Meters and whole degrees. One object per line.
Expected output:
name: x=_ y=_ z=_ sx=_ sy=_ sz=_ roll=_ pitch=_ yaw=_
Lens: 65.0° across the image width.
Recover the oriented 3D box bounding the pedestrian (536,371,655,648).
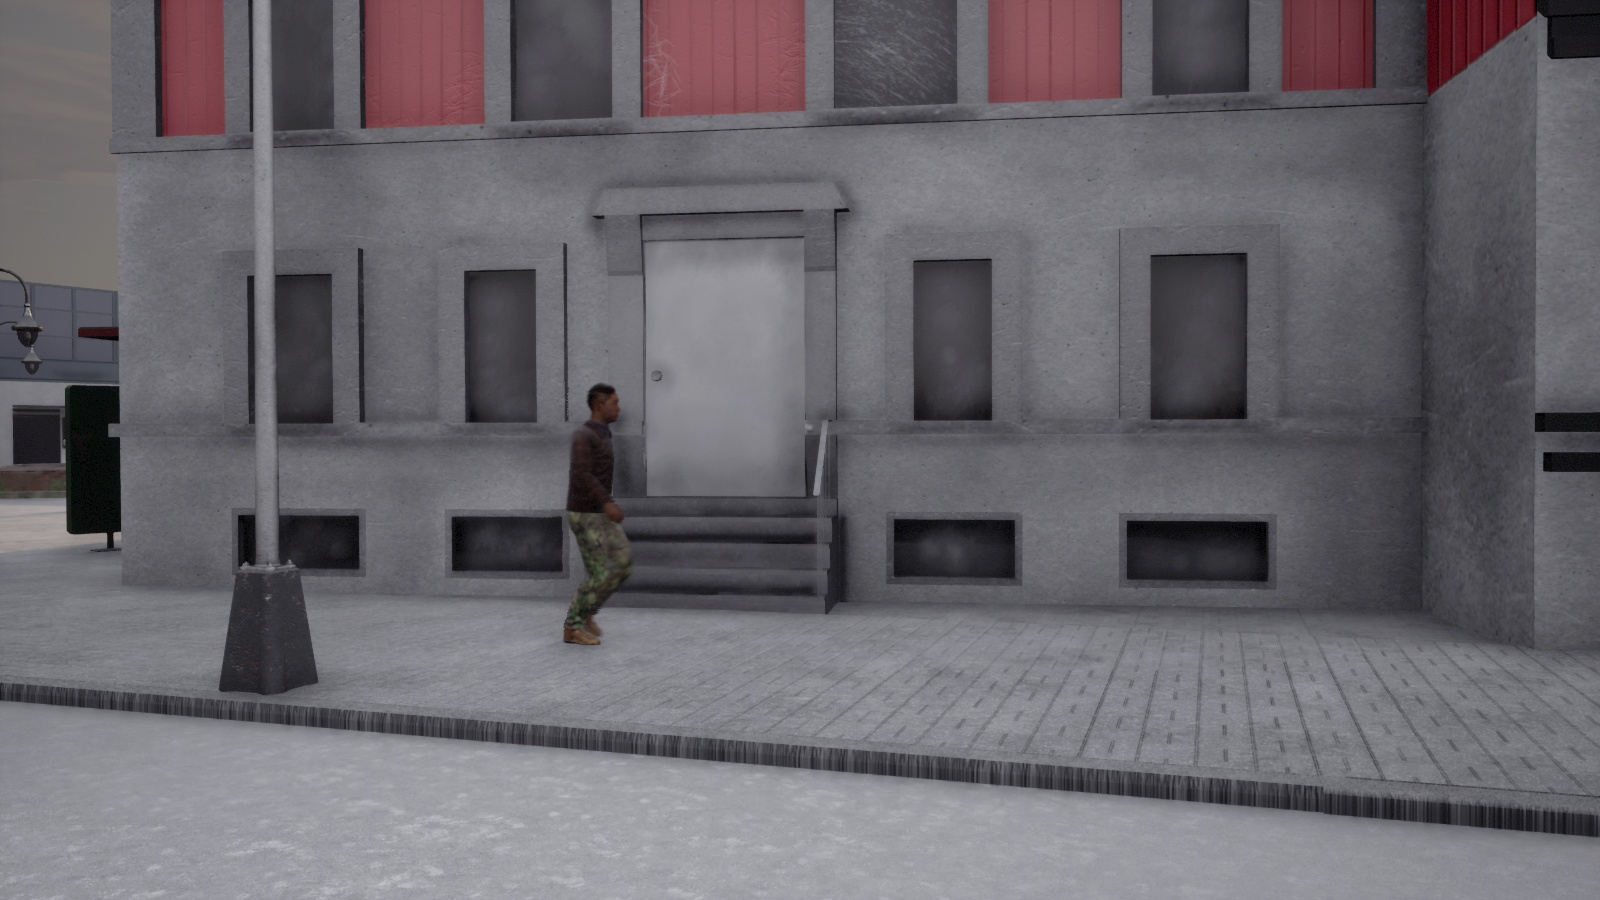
pedestrian: x=-1.395 y=0.393 z=8.604 sx=0.703 sy=1.840 sz=0.431 roll=0 pitch=1 yaw=11
